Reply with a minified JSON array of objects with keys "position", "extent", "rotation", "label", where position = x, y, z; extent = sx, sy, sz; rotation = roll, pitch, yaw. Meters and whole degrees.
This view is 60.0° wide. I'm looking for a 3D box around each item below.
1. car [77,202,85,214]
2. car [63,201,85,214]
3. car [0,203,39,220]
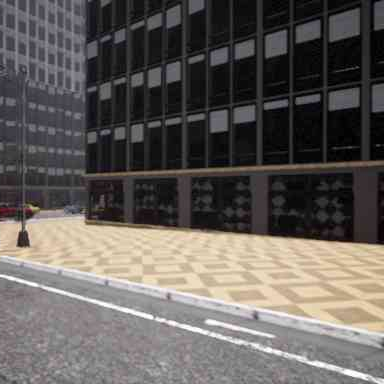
[{"position":[-11.464,2.262,41.815],"extent":[1.752,1.417,4.829],"rotation":[0,-1,37],"label":"car"},{"position":[-15.487,2.078,46.090],"extent":[2.097,1.767,4.553],"rotation":[0,0,37],"label":"car"},{"position":[-18.298,1.952,32.631],"extent":[2.192,1.841,5.009],"rotation":[0,-1,37],"label":"car"}]
